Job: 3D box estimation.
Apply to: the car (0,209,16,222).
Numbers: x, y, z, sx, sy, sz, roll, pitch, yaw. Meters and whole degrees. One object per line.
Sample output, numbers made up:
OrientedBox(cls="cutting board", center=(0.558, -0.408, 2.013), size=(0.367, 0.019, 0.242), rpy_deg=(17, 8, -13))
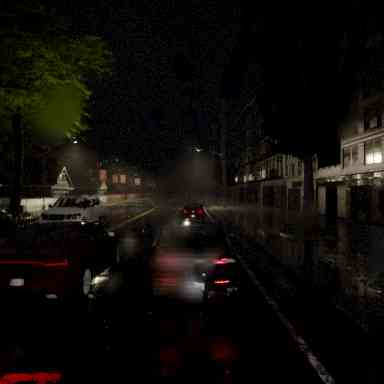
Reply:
OrientedBox(cls="car", center=(-9.857, 1.504, 15.017), size=(1.837, 1.490, 4.892), rpy_deg=(0, 0, 0))

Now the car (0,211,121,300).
OrientedBox(cls="car", center=(-3.154, 1.477, 8.473), size=(1.882, 1.535, 5.008), rpy_deg=(0, 0, 0))

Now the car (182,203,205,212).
OrientedBox(cls="car", center=(0.088, 1.596, 28.381), size=(1.895, 1.301, 4.718), rpy_deg=(0, 0, 0))

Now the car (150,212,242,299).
OrientedBox(cls="car", center=(0.091, 1.491, 8.432), size=(2.128, 1.511, 4.902), rpy_deg=(0, 0, 0))

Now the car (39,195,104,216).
OrientedBox(cls="car", center=(-6.608, 1.220, 18.866), size=(2.150, 2.045, 5.566), rpy_deg=(0, 0, 0))
